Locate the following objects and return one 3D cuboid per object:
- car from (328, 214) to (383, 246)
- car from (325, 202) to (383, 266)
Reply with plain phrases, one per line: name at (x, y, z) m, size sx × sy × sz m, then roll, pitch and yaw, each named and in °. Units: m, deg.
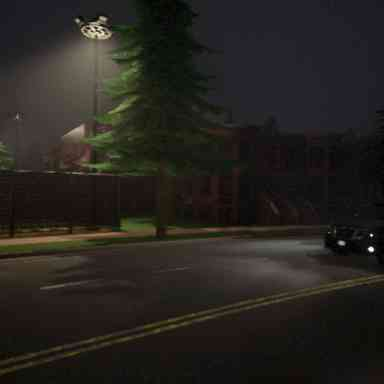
car at (9.366, 1.793, 16.501) m, size 4.718 × 1.301 × 1.895 m, roll 1°, pitch 0°, yaw -18°
car at (7.514, 1.368, 12.074) m, size 5.566 × 2.045 × 2.150 m, roll 1°, pitch -1°, yaw -22°
